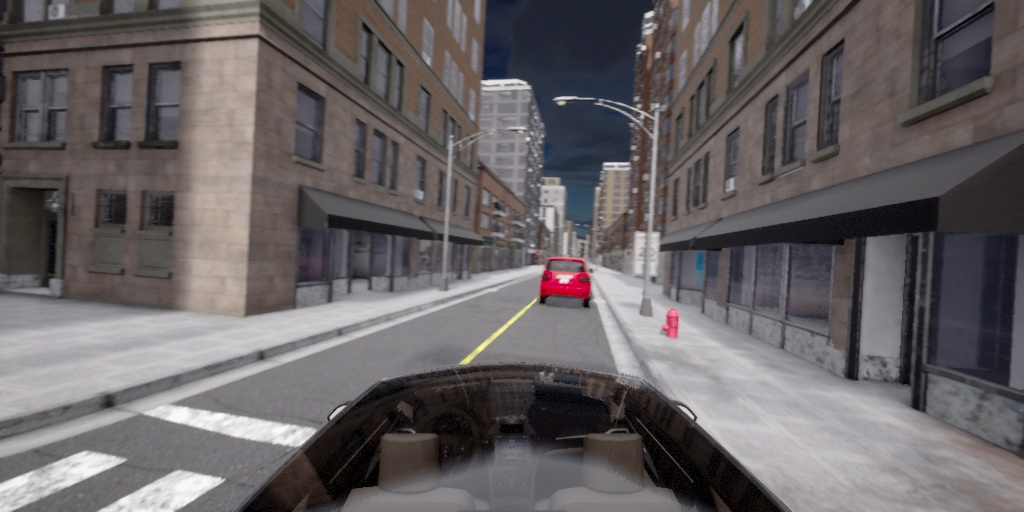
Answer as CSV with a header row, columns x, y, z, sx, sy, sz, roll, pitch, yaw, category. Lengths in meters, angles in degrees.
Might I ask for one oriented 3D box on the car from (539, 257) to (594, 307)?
x,y,z,sx,sy,sz,roll,pitch,yaw,category
2.587,1.097,16.825,2.150,2.045,5.566,3,0,11,car
